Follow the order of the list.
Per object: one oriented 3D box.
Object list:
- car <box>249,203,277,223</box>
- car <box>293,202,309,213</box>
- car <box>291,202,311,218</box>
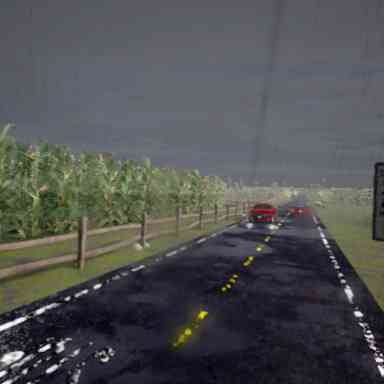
[{"bbox_3d":[5.961,1.663,27.700,1.882,1.535,5.008,2,0,19],"label":"car"},{"bbox_3d":[15.175,2.084,46.172,1.895,1.301,4.718,2,0,19],"label":"car"},{"bbox_3d":[11.688,1.943,35.676,1.994,1.385,4.181,2,0,19],"label":"car"}]
